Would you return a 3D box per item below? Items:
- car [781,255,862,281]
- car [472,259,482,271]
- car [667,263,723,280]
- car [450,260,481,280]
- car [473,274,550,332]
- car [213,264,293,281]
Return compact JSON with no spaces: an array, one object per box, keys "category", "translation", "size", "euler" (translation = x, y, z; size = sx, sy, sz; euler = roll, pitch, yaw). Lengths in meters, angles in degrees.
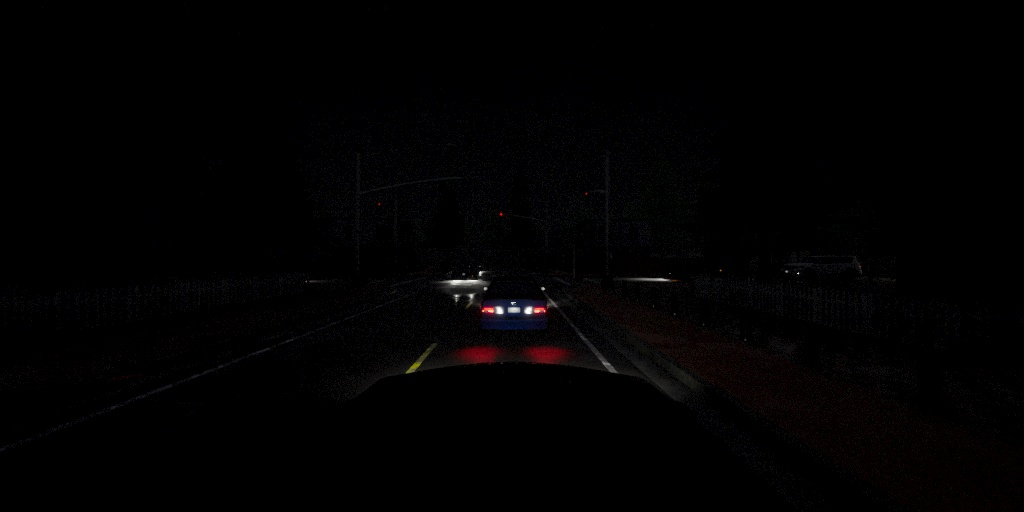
[{"category":"car","translation":[25.716,0.956,29.899],"size":[5.566,2.045,2.150],"euler":[0,0,1]},{"category":"car","translation":[-5.080,1.219,47.847],"size":[1.837,1.490,4.892],"euler":[0,0,-9]},{"category":"car","translation":[15.324,1.299,30.211],"size":[4.181,1.385,1.994],"euler":[0,0,2]},{"category":"car","translation":[-3.996,1.293,30.927],"size":[1.994,1.385,4.181],"euler":[0,0,-3]},{"category":"car","translation":[0.065,1.297,10.800],"size":[2.033,1.411,5.357],"euler":[0,0,0]},{"category":"car","translation":[-19.834,1.282,27.549],"size":[5.357,1.411,2.033],"euler":[0,0,2]}]
